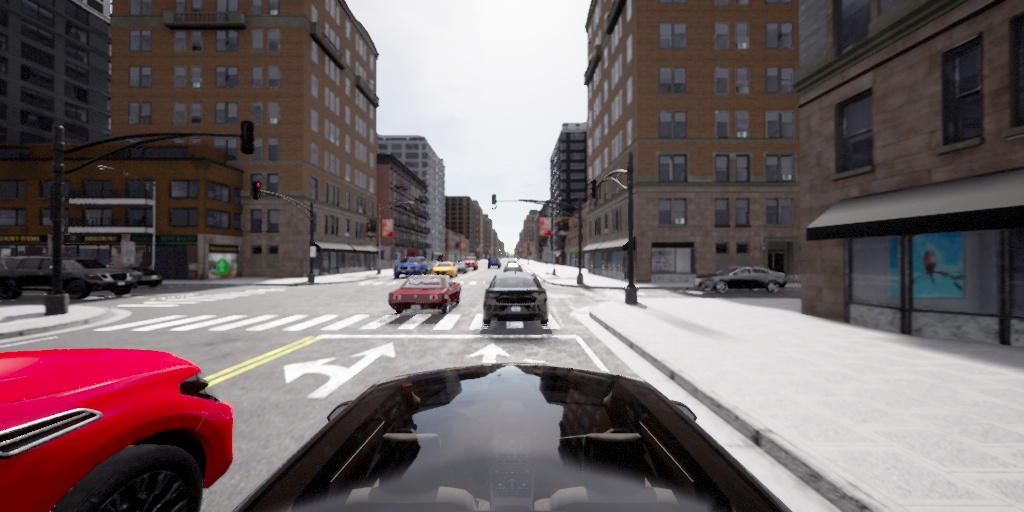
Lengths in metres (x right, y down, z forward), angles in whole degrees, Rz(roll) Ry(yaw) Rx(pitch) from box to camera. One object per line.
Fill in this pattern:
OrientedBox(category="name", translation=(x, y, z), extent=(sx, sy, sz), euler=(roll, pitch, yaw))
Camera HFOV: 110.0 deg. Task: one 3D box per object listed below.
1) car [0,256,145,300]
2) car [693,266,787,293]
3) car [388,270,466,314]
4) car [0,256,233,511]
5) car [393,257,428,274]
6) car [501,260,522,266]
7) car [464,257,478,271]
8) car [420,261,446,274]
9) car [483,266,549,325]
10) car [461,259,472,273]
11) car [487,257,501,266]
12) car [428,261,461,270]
OrientedBox(category="car", translation=(-22.182, 1.024, 17.861), extent=(5.566, 2.045, 2.150), euler=(0, 0, 0))
OrientedBox(category="car", translation=(13.243, 1.351, 20.967), extent=(4.902, 1.511, 2.128), euler=(0, 0, 0))
OrientedBox(category="car", translation=(-3.143, 1.394, 13.971), extent=(1.895, 1.301, 4.718), euler=(0, 0, 0))
OrientedBox(category="car", translation=(-3.148, 0.967, 0.236), extent=(2.150, 2.045, 5.566), euler=(0, 0, 1))
OrientedBox(category="car", translation=(-9.831, 1.090, 35.258), extent=(2.150, 2.045, 5.566), euler=(0, 0, 0))
OrientedBox(category="car", translation=(0.111, 1.446, 39.523), extent=(1.994, 1.385, 4.181), euler=(0, 0, 0))
OrientedBox(category="car", translation=(-6.484, 1.155, 55.365), extent=(2.150, 2.045, 5.566), euler=(0, 0, 0))
OrientedBox(category="car", translation=(-9.809, 1.392, 45.069), extent=(2.128, 1.511, 4.902), euler=(0, 0, 0))
OrientedBox(category="car", translation=(0.106, 1.264, 12.001), extent=(1.882, 1.535, 5.008), euler=(0, 0, 0))
OrientedBox(category="car", translation=(-6.566, 1.463, 44.634), extent=(1.994, 1.385, 4.181), euler=(0, 0, 0))
OrientedBox(category="car", translation=(-3.223, 1.184, 64.892), extent=(2.150, 2.045, 5.566), euler=(0, 0, 0))
OrientedBox(category="car", translation=(-6.587, 1.347, 35.640), extent=(1.882, 1.535, 5.008), euler=(0, 0, 0))
